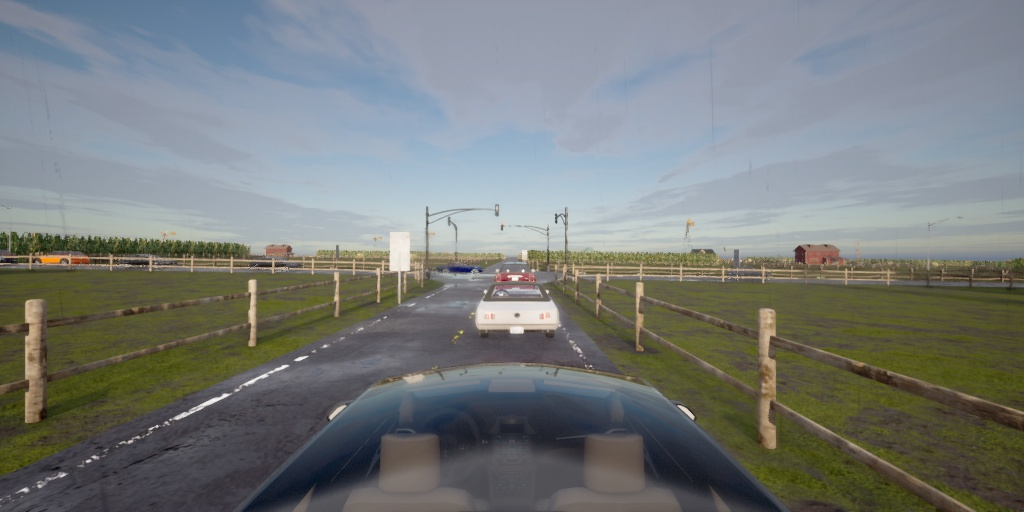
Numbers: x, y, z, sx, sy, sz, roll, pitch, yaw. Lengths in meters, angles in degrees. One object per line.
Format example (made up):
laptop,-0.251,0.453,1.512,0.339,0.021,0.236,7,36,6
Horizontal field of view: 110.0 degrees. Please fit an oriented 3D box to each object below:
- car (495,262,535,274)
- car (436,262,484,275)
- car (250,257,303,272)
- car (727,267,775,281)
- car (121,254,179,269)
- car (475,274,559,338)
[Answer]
car,0.180,1.103,19.123,2.097,1.767,4.553,0,0,1
car,-5.212,1.275,36.684,4.718,1.301,1.895,1,0,0
car,-24.061,0.830,36.744,4.892,1.490,1.837,1,0,0
car,24.346,1.800,36.593,4.181,1.385,1.994,1,0,0
car,-37.094,0.594,36.790,4.892,1.490,1.837,1,0,0
car,0.124,1.351,10.135,1.895,1.301,4.718,0,0,0
